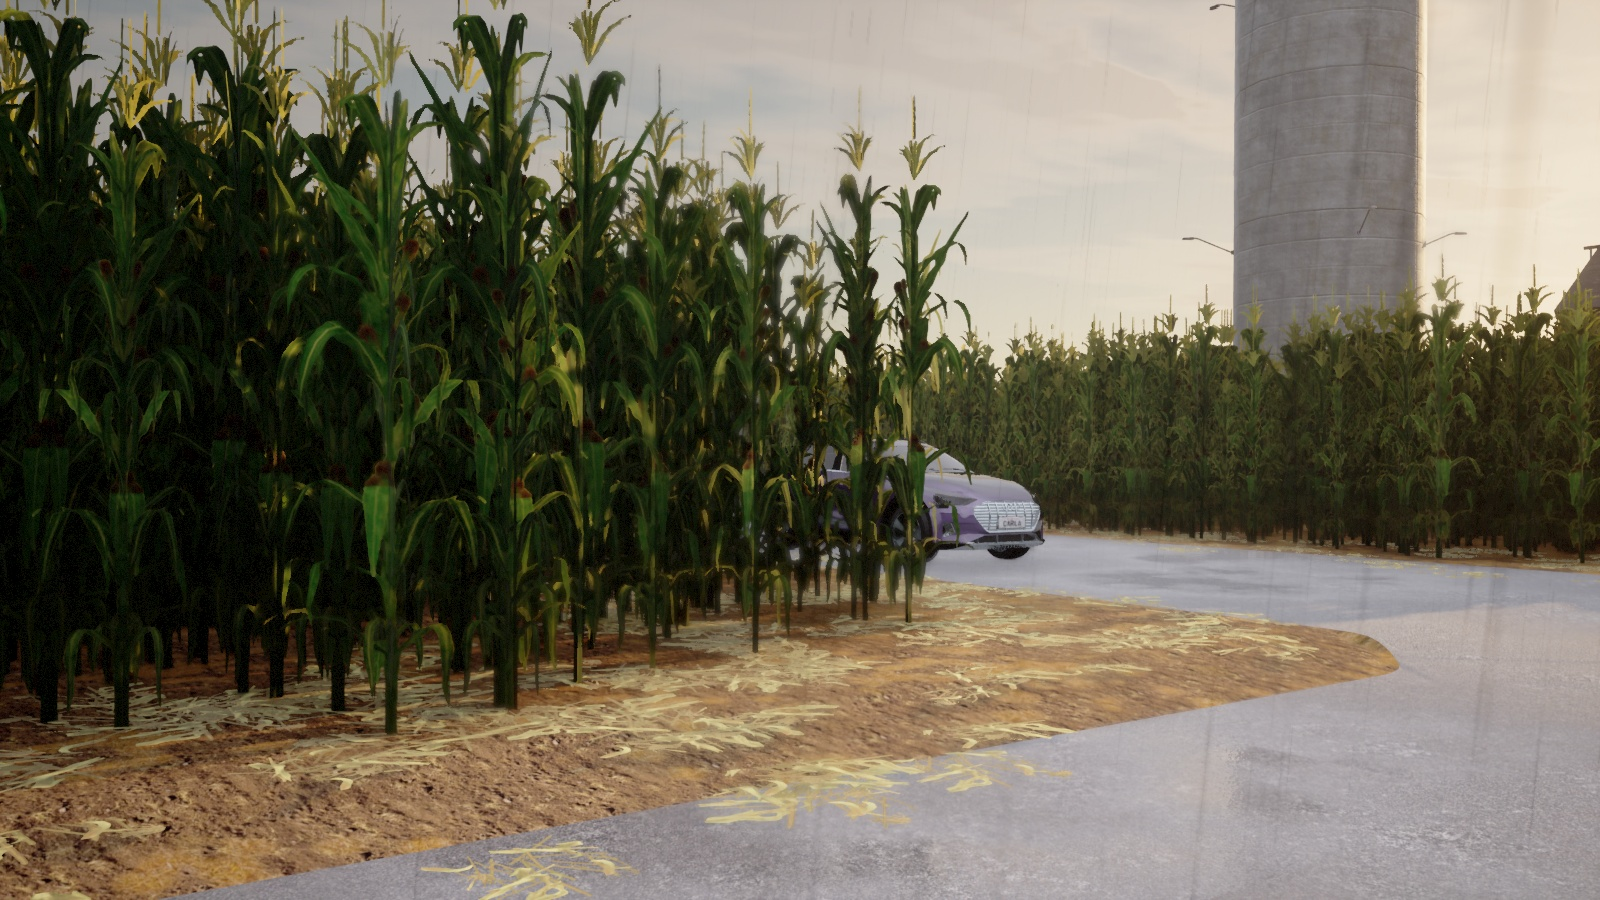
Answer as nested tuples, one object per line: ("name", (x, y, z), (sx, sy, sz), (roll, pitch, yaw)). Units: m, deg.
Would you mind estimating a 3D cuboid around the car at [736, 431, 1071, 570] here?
("car", (1.250, 0.616, 17.510), (2.033, 1.649, 4.856), (0, -1, -35))
